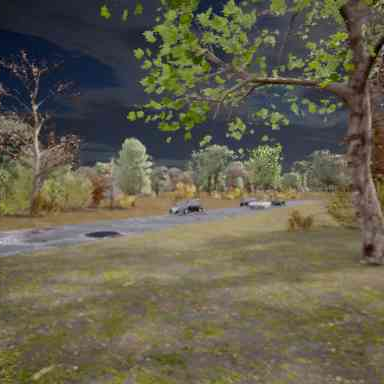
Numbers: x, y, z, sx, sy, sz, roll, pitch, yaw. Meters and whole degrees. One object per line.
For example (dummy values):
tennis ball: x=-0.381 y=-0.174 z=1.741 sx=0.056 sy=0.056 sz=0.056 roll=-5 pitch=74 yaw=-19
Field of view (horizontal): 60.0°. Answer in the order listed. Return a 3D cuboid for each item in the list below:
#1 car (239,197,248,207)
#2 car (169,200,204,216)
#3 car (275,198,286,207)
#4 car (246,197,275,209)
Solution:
car: x=8.776 y=1.549 z=50.639 sx=1.882 sy=1.535 sz=5.008 roll=0 pitch=0 yaw=28
car: x=-0.518 y=1.524 z=33.487 sx=2.128 sy=1.511 sz=4.902 roll=0 pitch=0 yaw=28
car: x=13.804 y=1.657 z=53.672 sx=1.895 sy=1.301 sz=4.718 roll=0 pitch=0 yaw=28
car: x=9.350 y=1.648 z=45.248 sx=1.895 sy=1.301 sz=4.718 roll=0 pitch=0 yaw=29
